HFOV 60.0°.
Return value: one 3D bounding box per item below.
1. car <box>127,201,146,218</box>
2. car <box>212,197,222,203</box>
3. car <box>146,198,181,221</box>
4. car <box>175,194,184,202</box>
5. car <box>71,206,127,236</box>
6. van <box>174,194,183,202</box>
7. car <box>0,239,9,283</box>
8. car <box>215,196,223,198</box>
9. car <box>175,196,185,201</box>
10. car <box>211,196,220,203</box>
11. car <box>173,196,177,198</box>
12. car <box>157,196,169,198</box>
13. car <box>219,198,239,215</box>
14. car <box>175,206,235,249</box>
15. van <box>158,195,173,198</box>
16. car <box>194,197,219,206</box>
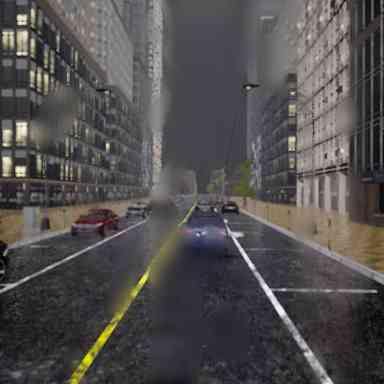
[{"bbox_3d":[-4.679,1.535,29.440,2.008,1.369,4.403,1,0,2],"label":"car"},{"bbox_3d":[5.114,1.626,68.948,1.802,1.307,4.206,1,0,2],"label":"car"},{"bbox_3d":[-2.165,1.503,26.960,1.837,1.490,4.892,0,0,2],"label":"car"},{"bbox_3d":[-3.259,1.434,69.260,1.967,1.590,4.097,1,0,2],"label":"car"},{"bbox_3d":[-5.084,1.560,18.062,1.802,1.307,4.206,1,0,2],"label":"car"},{"bbox_3d":[-3.055,1.334,74.950,1.690,1.788,3.998,1,0,2],"label":"van"},{"bbox_3d":[-5.489,1.537,6.686,1.947,1.339,4.313,1,0,2],"label":"car"},{"bbox_3d":[4.711,1.484,57.570,1.967,1.590,4.097,1,0,2],"label":"car"},{"bbox_3d":[-2.855,1.559,80.638,1.947,1.339,4.313,1,0,2],"label":"car"},{"bbox_3d":[5.324,1.569,74.806,1.752,1.417,4.829,1,0,2],"label":"car"},{"bbox_3d":[-3.868,1.574,52.195,1.802,1.307,4.206,1,0,2],"label":"car"},{"bbox_3d":[-4.273,1.534,40.818,1.887,1.381,4.507,1,0,2],"label":"car"},{"bbox_3d":[3.899,1.604,34.818,1.947,1.339,4.313,1,0,2],"label":"car"},{"bbox_3d":[0.578,1.559,14.516,2.033,1.411,5.357,0,0,2],"label":"car"},{"bbox_3d":[-4.068,1.332,46.507,1.690,1.788,3.998,1,0,2],"label":"van"},{"bbox_3d":[1.236,1.513,32.909,2.128,1.511,4.902,0,0,2],"label":"car"}]
